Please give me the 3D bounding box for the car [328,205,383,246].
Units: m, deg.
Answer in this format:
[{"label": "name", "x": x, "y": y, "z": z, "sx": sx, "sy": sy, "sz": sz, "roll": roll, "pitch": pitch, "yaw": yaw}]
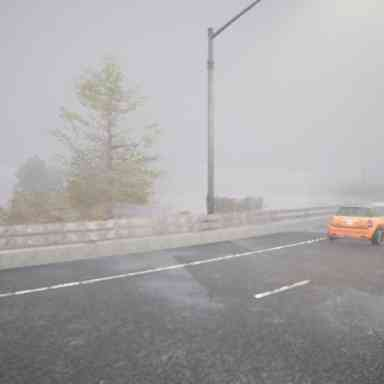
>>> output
[{"label": "car", "x": 8.330, "y": 1.382, "z": 15.819, "sx": 4.553, "sy": 1.767, "sz": 2.097, "roll": 0, "pitch": 0, "yaw": -44}]
